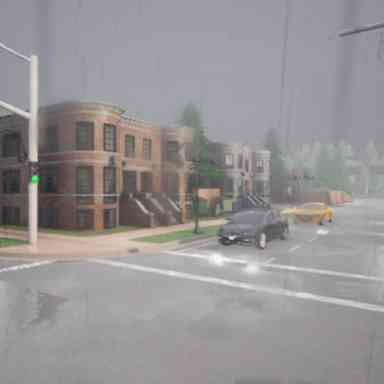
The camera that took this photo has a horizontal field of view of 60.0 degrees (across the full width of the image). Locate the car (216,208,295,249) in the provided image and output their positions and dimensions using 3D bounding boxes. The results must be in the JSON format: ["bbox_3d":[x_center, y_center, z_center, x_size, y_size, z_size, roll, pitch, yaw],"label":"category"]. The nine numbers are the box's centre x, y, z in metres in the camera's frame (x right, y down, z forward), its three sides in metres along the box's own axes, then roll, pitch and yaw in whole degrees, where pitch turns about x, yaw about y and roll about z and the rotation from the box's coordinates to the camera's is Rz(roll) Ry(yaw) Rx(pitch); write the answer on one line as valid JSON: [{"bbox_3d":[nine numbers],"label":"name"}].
[{"bbox_3d":[2.835,1.519,14.806,1.837,1.490,4.892,0,0,33],"label":"car"}]

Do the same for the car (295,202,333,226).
[{"bbox_3d":[8.758,1.502,23.904,1.882,1.535,5.008,0,0,33],"label":"car"}]
